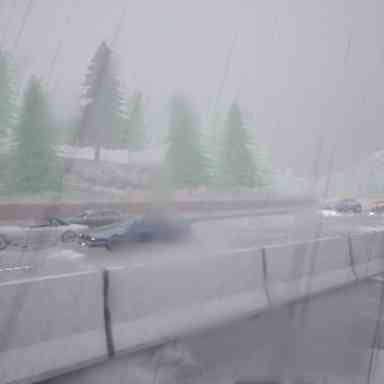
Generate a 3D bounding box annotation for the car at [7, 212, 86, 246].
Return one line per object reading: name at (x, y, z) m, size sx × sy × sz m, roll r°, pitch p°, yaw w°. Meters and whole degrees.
car at (-7.513, 1.866, 15.874) m, size 4.718 × 1.301 × 1.895 m, roll 0°, pitch -1°, yaw -37°

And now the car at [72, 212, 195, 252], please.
car at (-2.383, 1.778, 15.377) m, size 5.357 × 1.411 × 2.033 m, roll 0°, pitch -1°, yaw -38°

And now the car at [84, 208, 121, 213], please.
car at (-6.182, 1.838, 21.315) m, size 4.892 × 1.490 × 1.837 m, roll 0°, pitch -1°, yaw -39°

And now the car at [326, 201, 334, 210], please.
car at (22.438, 2.098, 52.440) m, size 2.128 × 1.511 × 4.902 m, roll -1°, pitch -1°, yaw 34°

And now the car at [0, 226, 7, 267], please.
car at (-7.214, 1.626, 7.544) m, size 5.008 × 1.535 × 1.882 m, roll 0°, pitch -1°, yaw -35°

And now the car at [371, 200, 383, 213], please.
car at (25.250, 1.828, 44.258) m, size 2.097 × 1.767 × 4.553 m, roll -1°, pitch -1°, yaw 36°

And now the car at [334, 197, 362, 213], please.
car at (21.140, 1.717, 44.489) m, size 2.150 × 2.045 × 5.566 m, roll -1°, pitch -1°, yaw 37°
